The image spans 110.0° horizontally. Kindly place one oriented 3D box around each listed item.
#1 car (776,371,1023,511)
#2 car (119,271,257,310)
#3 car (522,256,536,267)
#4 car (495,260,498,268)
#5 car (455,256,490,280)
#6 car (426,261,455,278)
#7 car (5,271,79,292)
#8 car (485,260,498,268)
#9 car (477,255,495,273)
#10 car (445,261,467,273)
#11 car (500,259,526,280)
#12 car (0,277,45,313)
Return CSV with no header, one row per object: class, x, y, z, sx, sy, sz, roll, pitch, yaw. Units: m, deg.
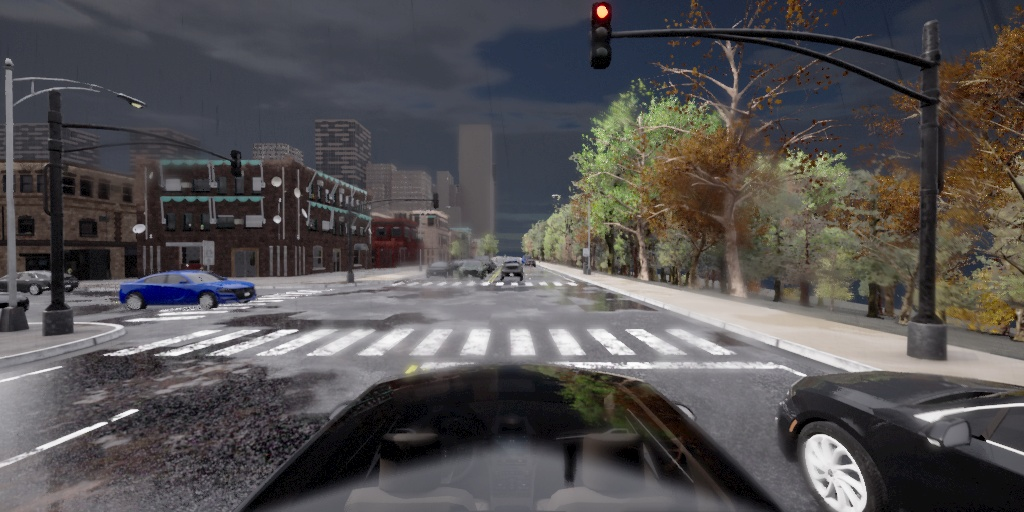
car,3.366,1.255,1.263,1.837,1.490,4.892,0,0,-2
car,-13.450,1.361,15.018,5.008,1.535,1.882,-1,0,4
car,3.203,1.227,63.662,1.837,1.490,4.892,0,0,0
car,-3.457,1.293,50.784,1.994,1.385,4.181,0,0,0
car,-3.413,1.090,31.699,2.097,1.767,4.553,0,0,0
car,-6.664,1.215,33.525,1.882,1.535,5.008,0,0,0
car,-28.326,1.558,21.131,4.403,1.370,2.007,0,0,0
car,-3.449,1.324,61.065,1.895,1.301,4.718,0,0,1
car,-3.435,0.955,41.278,2.150,2.045,5.566,0,0,0
car,-6.683,1.333,43.487,1.895,1.301,4.718,0,0,0
car,0.000,1.243,31.581,1.837,1.490,4.892,0,0,1
car,-19.973,1.564,12.639,4.313,1.339,1.948,0,0,0
